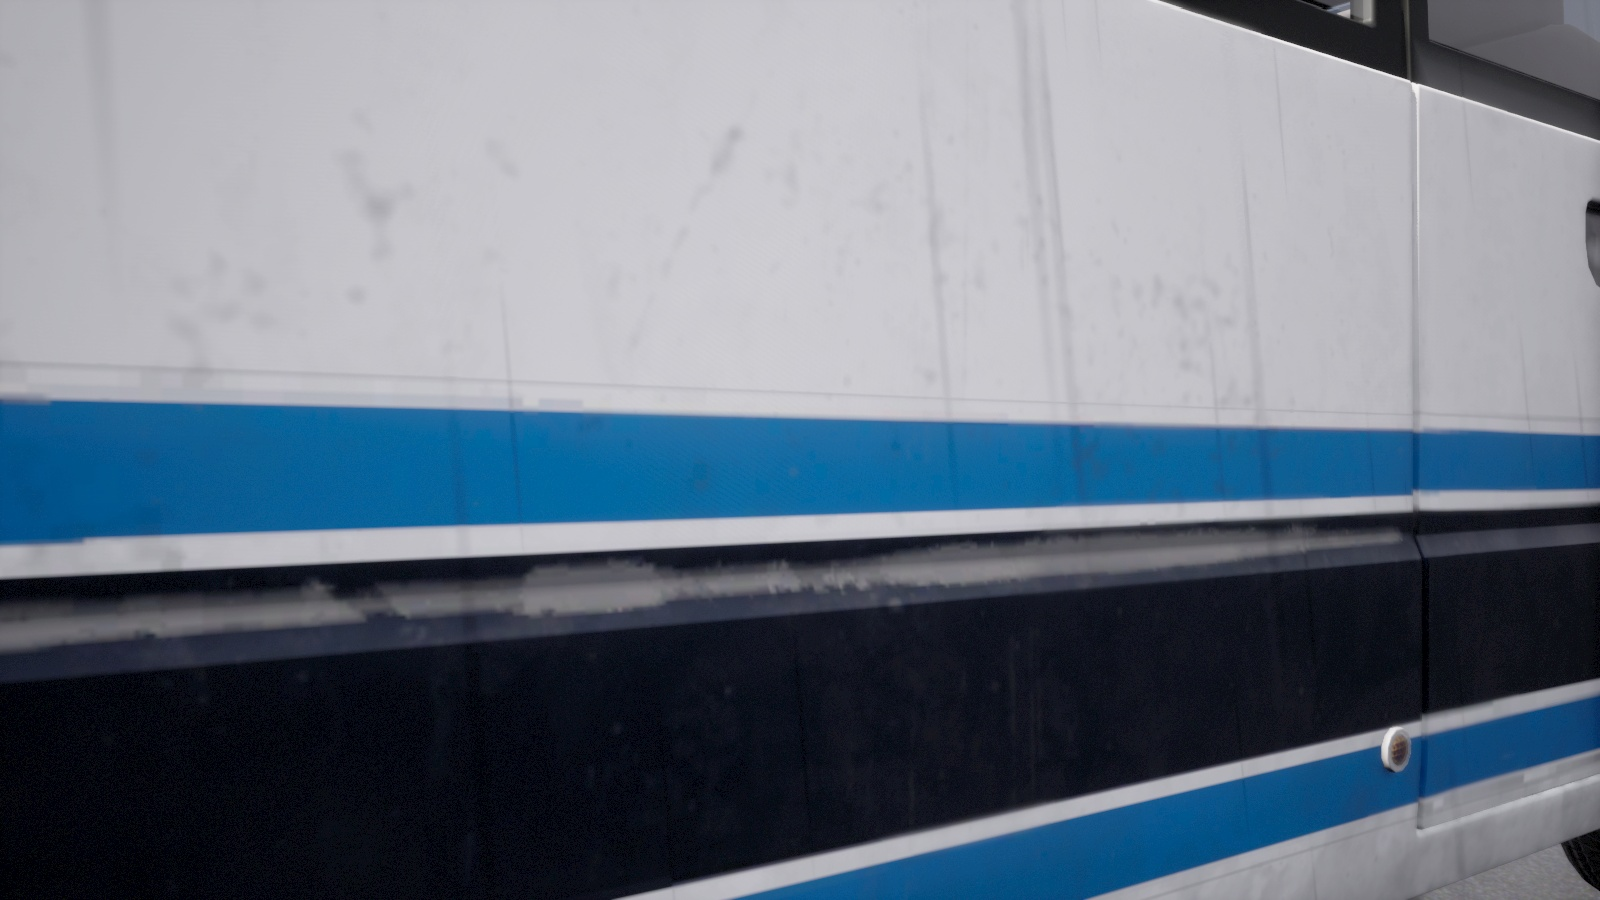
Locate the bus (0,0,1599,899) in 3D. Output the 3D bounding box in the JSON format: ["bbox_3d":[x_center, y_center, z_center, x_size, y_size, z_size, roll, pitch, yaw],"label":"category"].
[{"bbox_3d":[-0.308,-0.622,3.450,10.273,4.253,3.944,0,0,-35],"label":"bus"}]
